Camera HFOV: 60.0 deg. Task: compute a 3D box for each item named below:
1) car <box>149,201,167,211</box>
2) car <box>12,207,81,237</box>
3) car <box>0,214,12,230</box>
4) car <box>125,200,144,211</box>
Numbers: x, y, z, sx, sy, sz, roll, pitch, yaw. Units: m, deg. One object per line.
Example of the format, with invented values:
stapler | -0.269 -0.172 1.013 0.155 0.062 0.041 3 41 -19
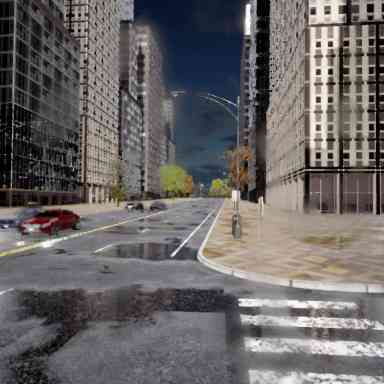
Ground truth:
car | -4.996 2.090 49.866 2.033 1.411 5.357 0 -1 7
car | -8.271 1.746 19.917 1.812 1.442 4.674 0 -1 6
car | -11.189 1.772 23.195 2.033 1.411 5.357 0 -1 6
car | -8.382 1.993 48.873 2.128 1.511 4.902 0 -1 7
